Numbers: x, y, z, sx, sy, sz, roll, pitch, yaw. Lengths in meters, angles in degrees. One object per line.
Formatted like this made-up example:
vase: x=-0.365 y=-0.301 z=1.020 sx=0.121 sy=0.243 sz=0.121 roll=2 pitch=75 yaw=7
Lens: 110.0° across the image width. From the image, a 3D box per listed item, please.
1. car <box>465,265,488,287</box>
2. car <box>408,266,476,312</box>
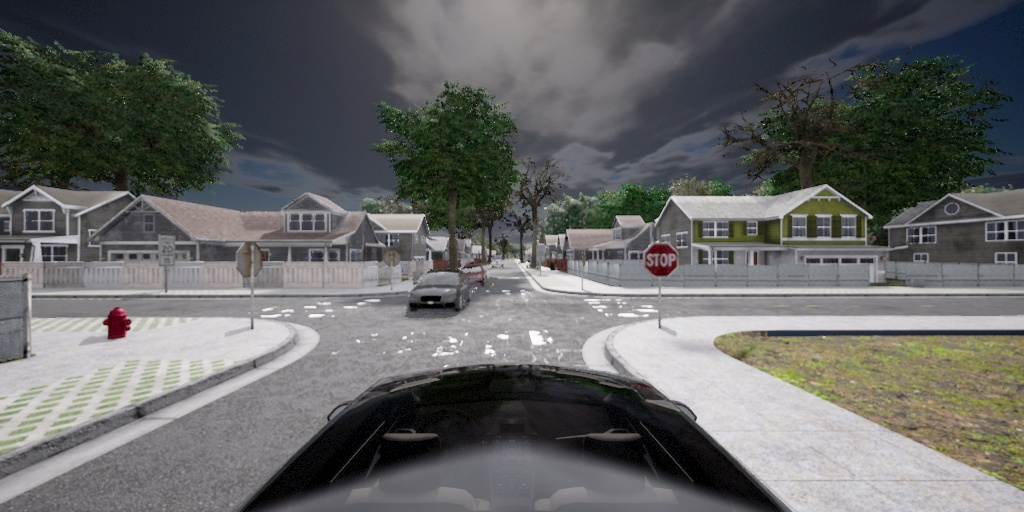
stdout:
car: x=-2.740 y=1.338 z=25.274 sx=1.812 sy=1.442 sz=4.674 roll=0 pitch=0 yaw=0
car: x=-2.747 y=1.326 z=14.511 sx=1.837 sy=1.490 sz=4.892 roll=0 pitch=0 yaw=0
